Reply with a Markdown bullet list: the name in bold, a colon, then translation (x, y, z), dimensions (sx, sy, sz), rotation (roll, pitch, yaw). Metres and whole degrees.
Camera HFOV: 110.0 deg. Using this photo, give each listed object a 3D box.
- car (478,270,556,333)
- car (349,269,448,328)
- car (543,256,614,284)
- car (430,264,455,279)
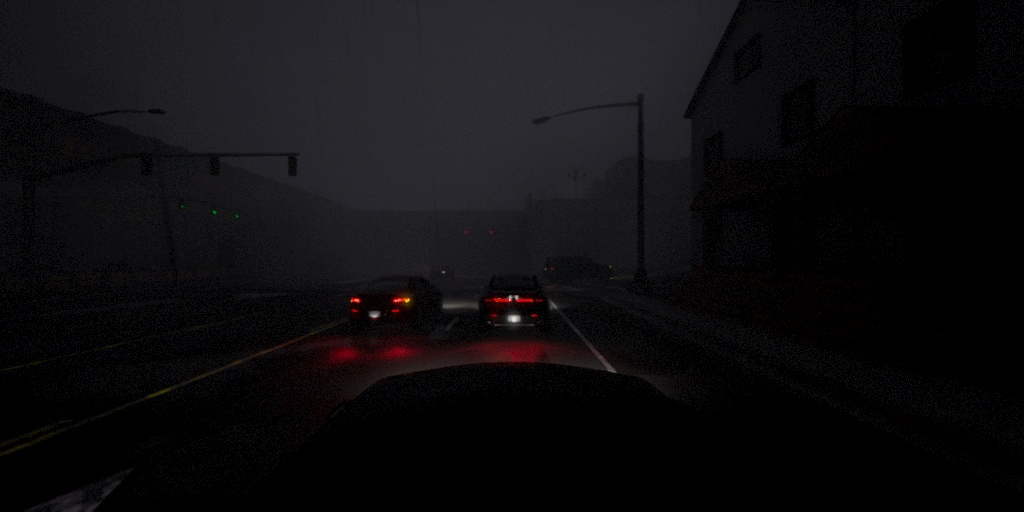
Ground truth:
- **car**: translation (0.050, 1.270, 10.889), dimensions (1.837, 1.490, 4.892), rotation (0, -1, 0)
- **car**: translation (-3.445, 1.294, 11.305), dimensions (1.812, 1.442, 4.674), rotation (0, 0, 0)
- **car**: translation (5.093, 1.012, 27.791), dimensions (5.566, 2.045, 2.150), rotation (-2, -2, -20)
- **car**: translation (-6.468, 1.374, 32.831), dimensions (1.994, 1.385, 4.181), rotation (0, 0, -17)
